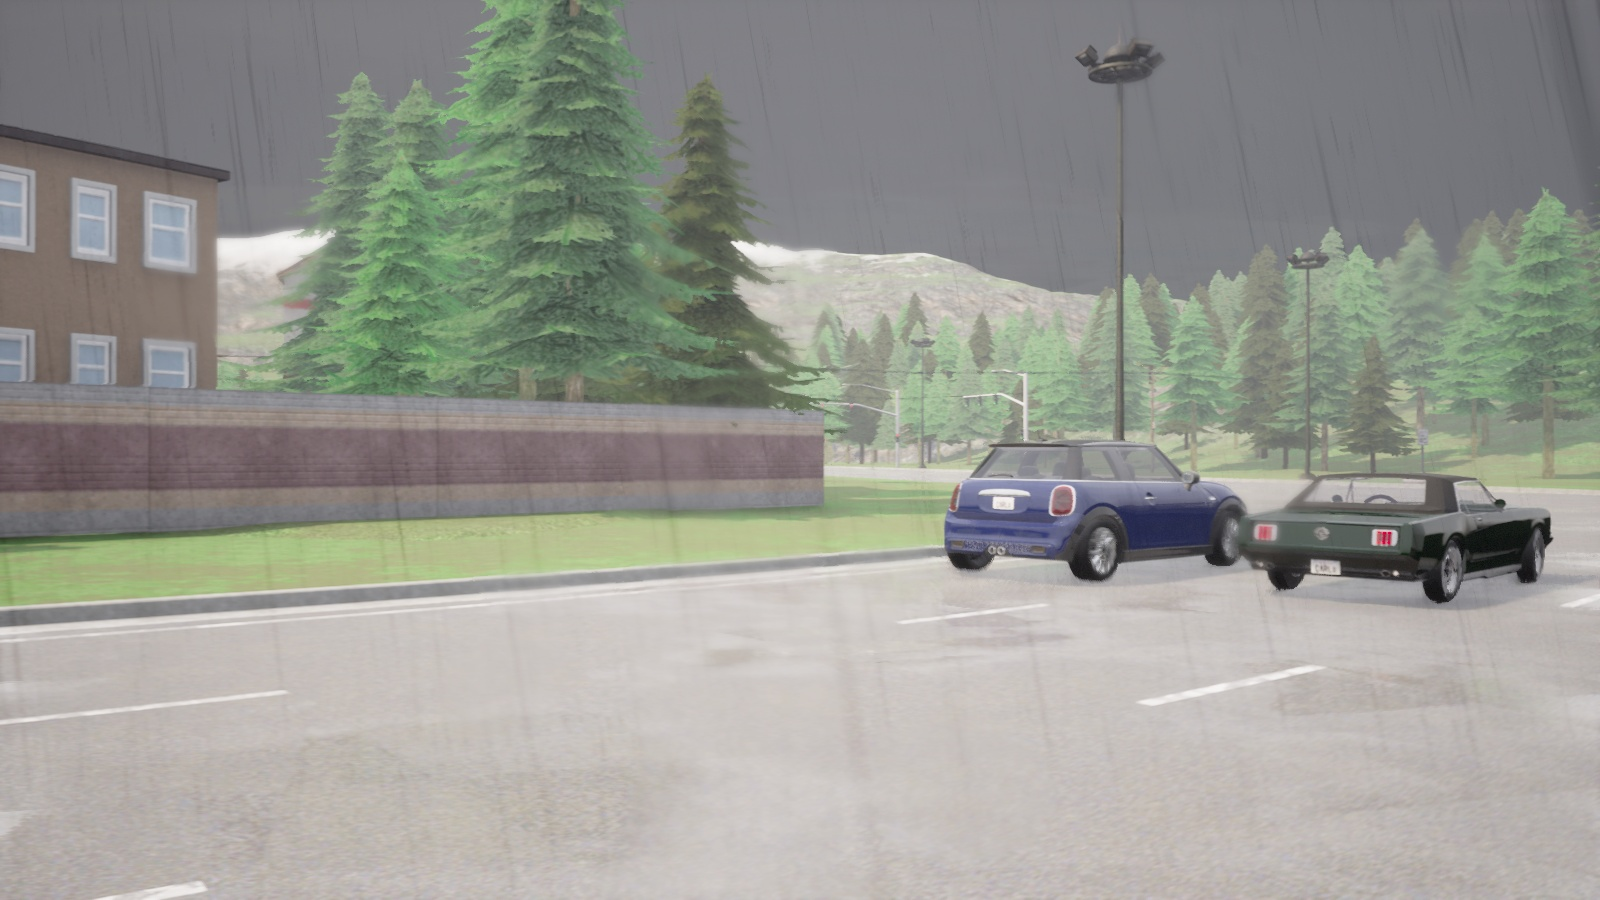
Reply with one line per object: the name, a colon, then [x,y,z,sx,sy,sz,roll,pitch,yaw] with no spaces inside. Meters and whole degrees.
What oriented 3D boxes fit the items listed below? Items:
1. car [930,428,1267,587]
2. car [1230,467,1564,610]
car: [3.985,0.642,16.294,4.553,1.767,2.097,0,0,-43]
car: [6.889,0.871,14.212,4.718,1.301,1.895,0,0,-44]
